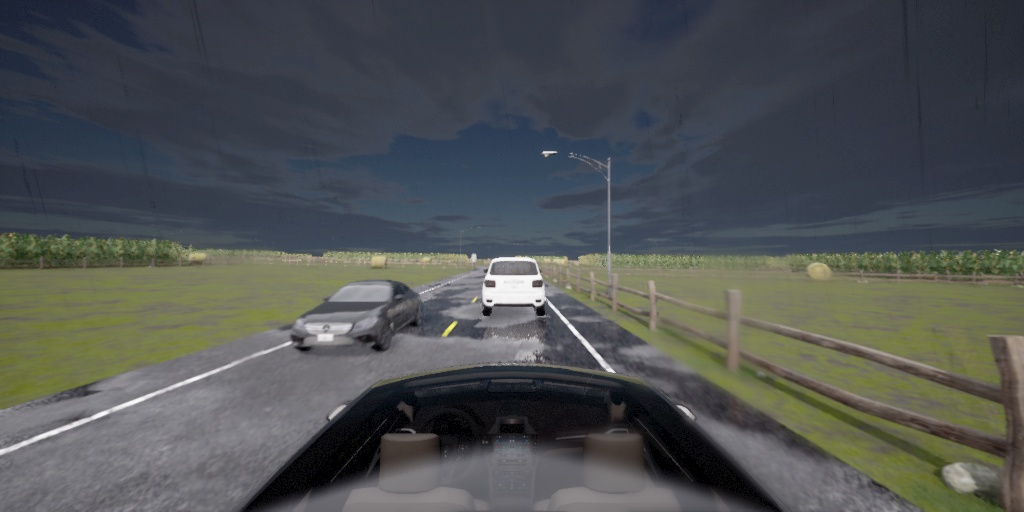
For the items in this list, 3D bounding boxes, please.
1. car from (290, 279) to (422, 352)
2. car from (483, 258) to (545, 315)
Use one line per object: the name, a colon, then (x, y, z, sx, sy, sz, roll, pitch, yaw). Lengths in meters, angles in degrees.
car: (-3.623, 1.349, 9.279, 1.812, 1.442, 4.674, 0, -1, 0)
car: (0.048, 1.093, 14.304, 2.150, 2.045, 5.566, 0, 0, 0)
